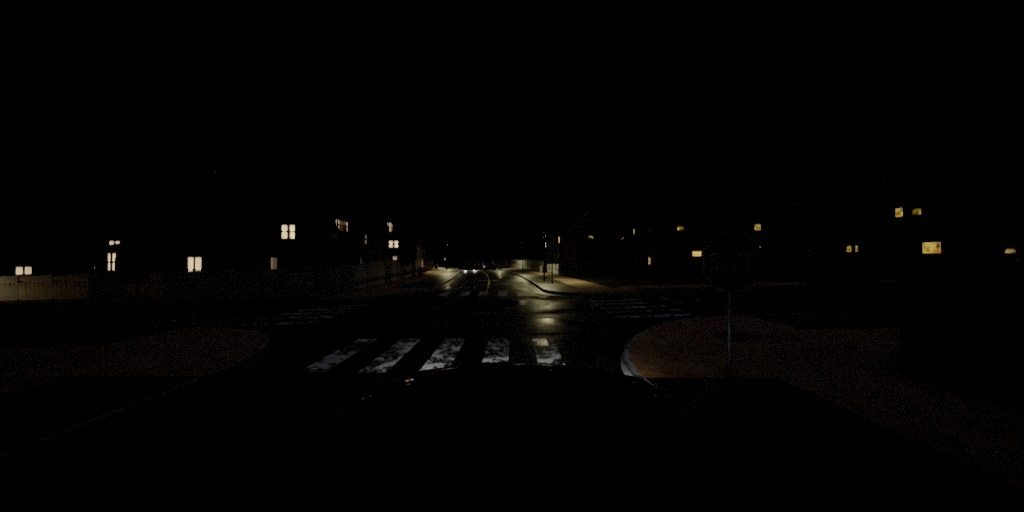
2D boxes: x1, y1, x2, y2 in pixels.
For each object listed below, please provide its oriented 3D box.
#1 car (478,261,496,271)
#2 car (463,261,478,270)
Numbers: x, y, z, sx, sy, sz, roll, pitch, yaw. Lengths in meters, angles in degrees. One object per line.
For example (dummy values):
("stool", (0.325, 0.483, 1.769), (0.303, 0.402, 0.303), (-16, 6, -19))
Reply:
("car", (-3.685, 1.565, 56.457), (2.033, 1.411, 5.357), (0, -1, -10))
("car", (-7.287, 1.543, 60.922), (1.882, 1.535, 5.008), (0, -1, -10))
